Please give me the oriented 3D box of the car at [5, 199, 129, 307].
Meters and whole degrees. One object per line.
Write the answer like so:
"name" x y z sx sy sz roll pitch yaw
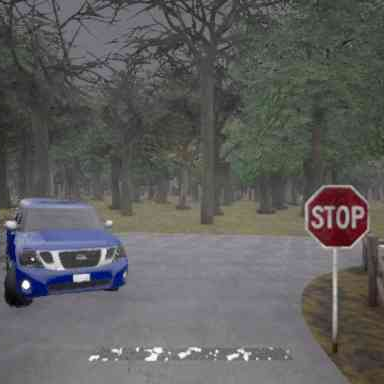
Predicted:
"car" -3.453 1.232 8.572 2.150 2.045 5.566 2 -1 -31
